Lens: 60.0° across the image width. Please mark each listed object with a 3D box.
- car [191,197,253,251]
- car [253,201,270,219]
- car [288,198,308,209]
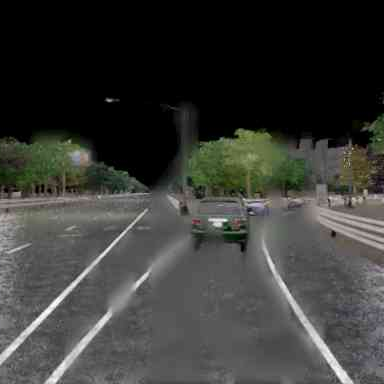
[{"bbox_3d":[1.393,1.235,14.361,2.150,2.045,5.566,0,0,10],"label":"car"},{"bbox_3d":[5.813,1.574,29.826,1.812,1.442,4.674,0,0,21],"label":"car"},{"bbox_3d":[15.060,1.607,47.324,1.812,1.442,4.674,0,0,34],"label":"car"}]
